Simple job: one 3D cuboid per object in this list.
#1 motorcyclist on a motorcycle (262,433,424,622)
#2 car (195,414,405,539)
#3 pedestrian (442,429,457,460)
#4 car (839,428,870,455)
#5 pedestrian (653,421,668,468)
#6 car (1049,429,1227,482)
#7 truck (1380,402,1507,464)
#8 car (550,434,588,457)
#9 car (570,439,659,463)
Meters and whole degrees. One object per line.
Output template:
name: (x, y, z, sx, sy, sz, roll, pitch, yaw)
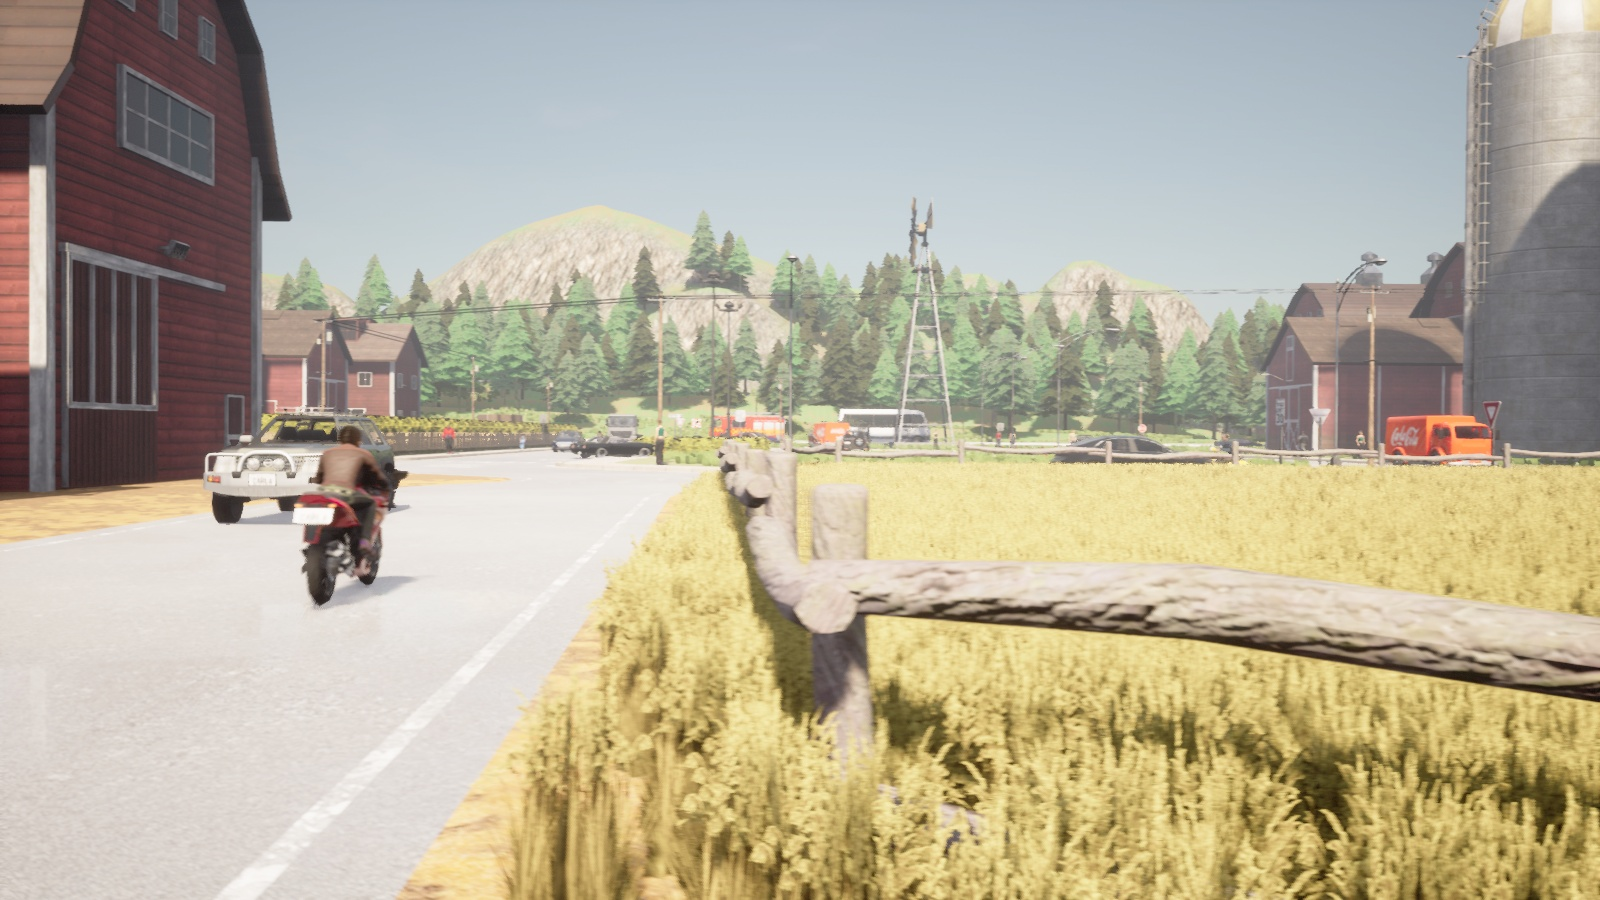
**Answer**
motorcyclist on a motorcycle: (-4.005, 0.615, 11.193, 0.797, 1.523, 2.044, -1, 1, -4)
car: (-8.209, 0.369, 21.114, 1.932, 1.855, 4.605, -1, 1, -4)
pedestrian: (-20.662, -0.326, 74.020, 0.634, 1.844, 0.899, -1, 1, -4)
car: (3.767, -0.594, 87.711, 1.932, 1.855, 4.605, -1, 1, -1)
pedestrian: (-5.551, -0.229, 49.940, 0.345, 1.836, 0.594, -1, 1, -36)
car: (10.187, 0.150, 38.103, 4.892, 1.490, 1.837, -1, 1, -1)
truck: (27.170, -0.711, 53.256, 2.627, 2.467, 5.204, -1, 1, -2)
car: (-17.169, -0.334, 93.588, 2.033, 1.649, 4.856, -1, 1, -1)
car: (-10.486, 0.048, 71.172, 4.718, 1.301, 1.895, -1, 1, -40)
